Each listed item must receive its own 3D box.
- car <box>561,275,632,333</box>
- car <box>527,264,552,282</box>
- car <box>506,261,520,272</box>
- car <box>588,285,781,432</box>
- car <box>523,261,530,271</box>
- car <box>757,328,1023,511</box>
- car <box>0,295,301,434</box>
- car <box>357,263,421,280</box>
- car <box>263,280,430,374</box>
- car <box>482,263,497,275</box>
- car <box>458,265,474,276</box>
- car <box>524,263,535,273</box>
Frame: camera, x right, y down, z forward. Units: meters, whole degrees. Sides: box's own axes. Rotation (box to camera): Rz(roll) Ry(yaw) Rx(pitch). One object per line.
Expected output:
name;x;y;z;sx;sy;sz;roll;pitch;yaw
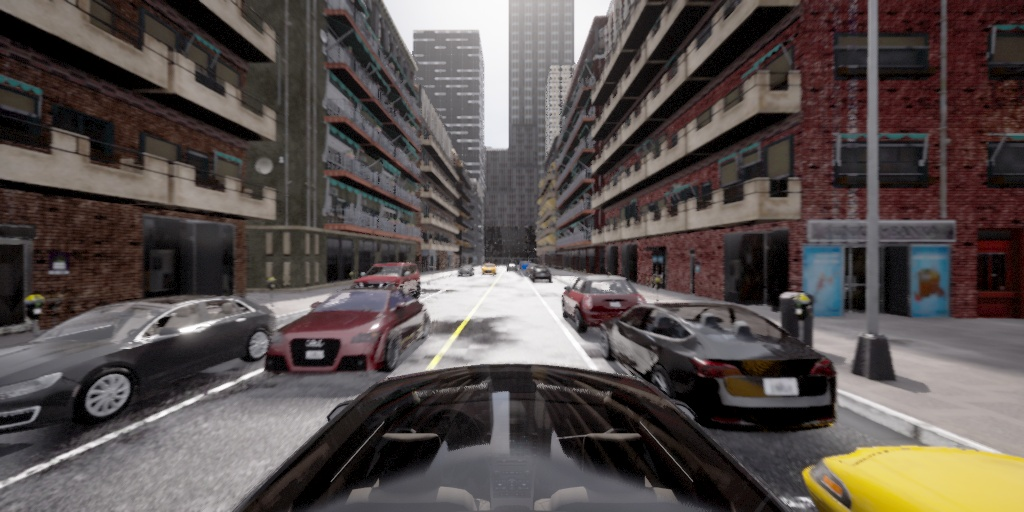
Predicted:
car;2.691;1.302;11.247;1.967;1.591;4.097;0;0;0
car;2.695;1.693;33.653;1.948;1.339;4.313;0;0;0
car;0.012;2.044;63.323;1.994;1.385;4.181;0;-1;0
car;2.690;1.362;5.645;1.948;1.339;4.313;0;0;0
car;3.009;1.795;51.467;1.801;1.575;5.366;0;-1;0
car;2.689;1.256;0.214;1.751;1.417;4.829;0;0;0
car;-5.691;1.347;5.676;2.007;1.370;4.403;0;0;0
car;-5.689;1.244;16.879;2.192;1.841;5.009;0;0;0
car;-3.099;1.384;7.626;1.994;1.385;4.181;0;-1;0
car;-3.067;1.787;48.997;1.882;1.535;5.008;0;0;0
car;-5.683;1.812;44.887;2.007;1.370;4.403;0;0;0
car;2.696;1.744;39.256;2.007;1.370;4.403;0;0;0
